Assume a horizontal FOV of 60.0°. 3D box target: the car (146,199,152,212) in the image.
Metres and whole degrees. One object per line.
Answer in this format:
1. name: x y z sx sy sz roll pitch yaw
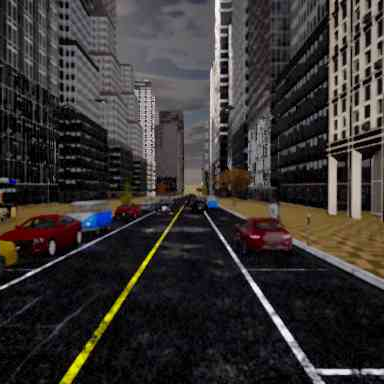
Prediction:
1. car: -5.692 1.676 41.183 2.008 1.369 4.403 -1 0 0

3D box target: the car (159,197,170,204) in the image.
1. car: -5.687 1.780 69.307 2.008 1.369 4.403 -1 0 0

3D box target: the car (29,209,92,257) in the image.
1. car: -5.698 1.581 13.058 1.887 1.381 4.507 -1 0 0

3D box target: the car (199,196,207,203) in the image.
1. car: 2.695 1.800 80.727 1.752 1.417 4.829 -1 0 0

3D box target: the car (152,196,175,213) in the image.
1. car: -3.077 1.609 39.179 2.128 1.511 4.902 0 0 0

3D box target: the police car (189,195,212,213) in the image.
1. police car: 0.909 1.543 39.042 1.930 1.638 5.238 0 0 0

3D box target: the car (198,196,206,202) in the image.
1. car: 2.698 1.887 91.805 1.947 1.339 4.313 -1 0 0

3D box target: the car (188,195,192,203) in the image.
1. car: 0.773 1.654 54.969 1.882 1.535 5.008 0 0 3

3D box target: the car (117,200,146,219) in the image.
1. car: -5.695 1.632 29.932 1.887 1.381 4.507 -1 0 0

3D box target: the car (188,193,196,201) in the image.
1. car: 0.019 1.356 90.717 2.150 2.045 5.566 0 0 0

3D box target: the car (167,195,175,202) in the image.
1. car: -5.685 1.761 91.807 1.967 1.590 4.097 -1 0 0

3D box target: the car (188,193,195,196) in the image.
1. car: 0.016 1.614 73.872 1.837 1.490 4.892 0 0 0

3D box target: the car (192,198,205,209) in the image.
1. car: 0.911 1.657 48.932 1.837 1.490 4.892 0 0 0

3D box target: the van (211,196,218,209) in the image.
1. van: 2.684 1.485 46.807 1.690 1.788 3.998 -1 0 0

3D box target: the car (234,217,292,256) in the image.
1. car: 2.683 1.618 13.056 1.802 1.307 4.206 -1 0 0

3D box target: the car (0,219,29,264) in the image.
1. car: -5.700 1.545 7.263 1.752 1.417 4.829 -1 0 0

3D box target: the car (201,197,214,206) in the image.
1. car: 2.688 1.626 58.056 1.967 1.590 4.097 -1 0 0

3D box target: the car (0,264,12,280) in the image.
1. car: -3.100 1.570 1.852 1.994 1.385 4.181 0 0 0

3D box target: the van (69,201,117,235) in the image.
1. van: -5.700 1.394 18.682 1.690 1.788 3.998 -1 0 0

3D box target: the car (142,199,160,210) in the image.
1. car: -5.692 1.695 46.807 2.008 1.369 4.403 -1 0 0
